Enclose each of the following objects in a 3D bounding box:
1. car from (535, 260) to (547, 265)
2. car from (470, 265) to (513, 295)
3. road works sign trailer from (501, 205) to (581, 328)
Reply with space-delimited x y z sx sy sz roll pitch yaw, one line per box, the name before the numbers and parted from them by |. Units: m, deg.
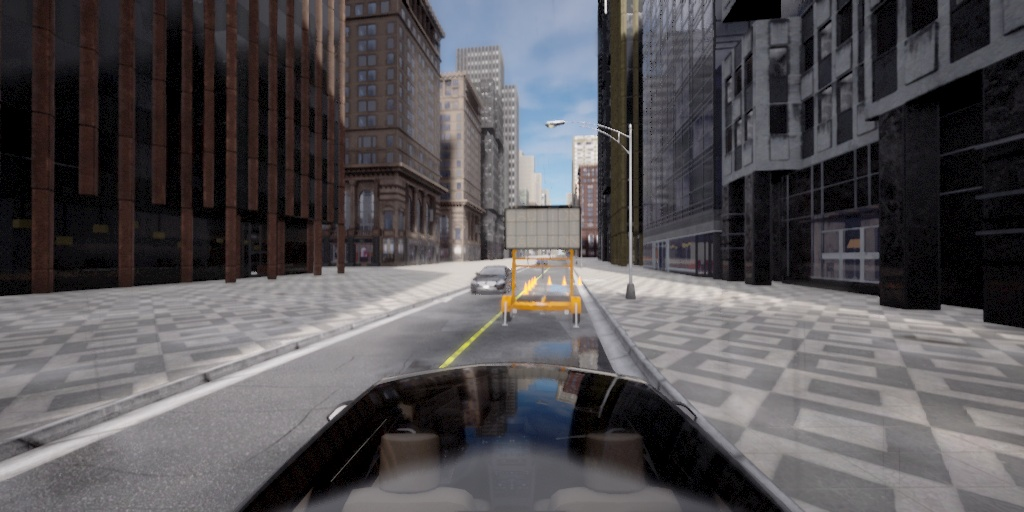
car | 5.077 1.106 61.662 2.033 1.411 5.357 0 0 9
car | -0.939 1.246 19.791 1.812 1.442 4.674 0 0 8
road works sign trailer | 0.985 0.199 11.449 2.380 3.560 2.880 0 0 8
